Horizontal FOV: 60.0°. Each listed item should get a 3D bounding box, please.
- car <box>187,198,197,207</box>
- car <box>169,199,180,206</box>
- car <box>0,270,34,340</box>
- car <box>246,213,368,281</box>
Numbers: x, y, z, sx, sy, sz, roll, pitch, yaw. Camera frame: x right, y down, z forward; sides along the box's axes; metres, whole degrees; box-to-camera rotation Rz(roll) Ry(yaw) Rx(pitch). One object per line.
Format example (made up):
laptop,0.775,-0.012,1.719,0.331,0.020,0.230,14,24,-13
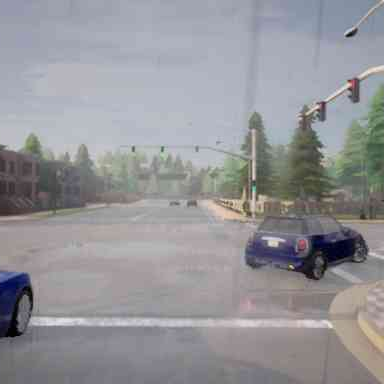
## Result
car,0.020,1.916,59.769,1.837,1.490,4.892,0,0,0
car,-3.379,2.046,64.860,1.895,1.301,4.718,0,0,0
car,-3.540,1.504,3.658,1.882,1.535,5.008,0,0,-2
car,3.706,1.425,10.465,4.553,1.767,2.097,0,0,-45
